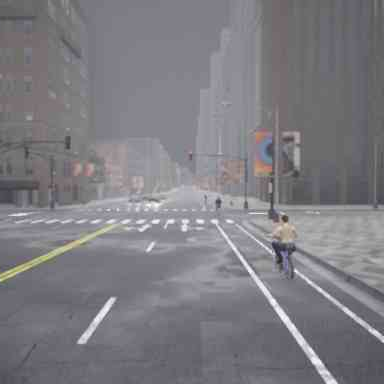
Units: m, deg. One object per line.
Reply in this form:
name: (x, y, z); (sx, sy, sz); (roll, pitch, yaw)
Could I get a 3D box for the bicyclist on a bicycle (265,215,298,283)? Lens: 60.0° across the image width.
bicyclist on a bicycle: (2.341, 1.380, 8.487); (0.866, 1.612, 1.509); (0, 0, -1)

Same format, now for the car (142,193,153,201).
car: (-9.779, 1.062, 73.196); (1.882, 1.535, 5.008); (0, 0, 0)

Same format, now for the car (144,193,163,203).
car: (-6.572, 1.275, 57.436); (1.895, 1.301, 4.718); (0, 0, 1)

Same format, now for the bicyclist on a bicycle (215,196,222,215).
bicyclist on a bicycle: (2.256, 1.200, 28.469); (0.659, 1.776, 1.843); (0, 1, 0)

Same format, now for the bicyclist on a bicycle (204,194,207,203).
bicyclist on a bicycle: (2.243, 1.147, 53.765); (0.582, 1.620, 1.656); (0, 0, 0)

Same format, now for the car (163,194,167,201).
car: (-6.527, 1.126, 72.920); (2.033, 1.411, 5.357); (0, 0, 0)

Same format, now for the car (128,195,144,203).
car: (-9.821, 1.198, 57.781); (1.812, 1.442, 4.674); (0, 0, 1)
